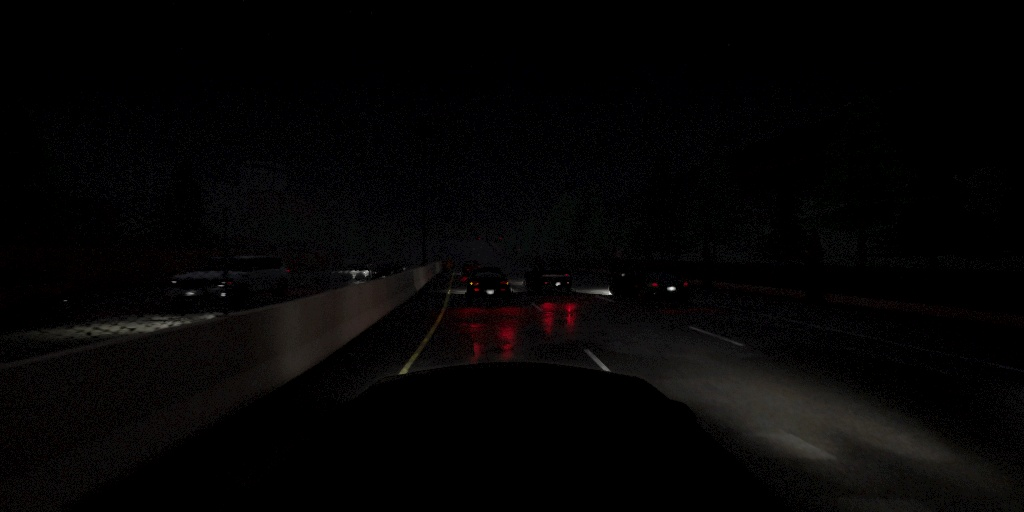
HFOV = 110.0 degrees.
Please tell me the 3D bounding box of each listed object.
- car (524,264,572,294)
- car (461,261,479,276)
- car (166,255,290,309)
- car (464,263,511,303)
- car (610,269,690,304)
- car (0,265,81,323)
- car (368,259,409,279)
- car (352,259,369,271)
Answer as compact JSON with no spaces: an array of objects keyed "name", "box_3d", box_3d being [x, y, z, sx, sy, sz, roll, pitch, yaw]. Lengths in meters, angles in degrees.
[{"name":"car","box_3d":[1.895,1.172,19.976,2.128,1.511,4.902,0,0,-8]},{"name":"car","box_3d":[-3.919,1.178,35.355,1.812,1.442,4.674,0,0,-8]},{"name":"car","box_3d":[-11.780,0.972,15.486,2.150,2.045,5.566,0,0,-8]},{"name":"car","box_3d":[-1.149,1.231,16.323,1.812,1.442,4.674,0,0,-7]},{"name":"car","box_3d":[5.955,1.242,15.945,1.994,1.385,4.181,0,0,-7]},{"name":"car","box_3d":[-14.690,1.136,9.426,2.097,1.767,4.553,0,0,-6]},{"name":"car","box_3d":[-10.580,1.240,31.247,2.033,1.411,5.357,0,0,-8]},{"name":"car","box_3d":[-20.242,1.199,48.814,1.812,1.442,4.674,0,0,-8]}]
